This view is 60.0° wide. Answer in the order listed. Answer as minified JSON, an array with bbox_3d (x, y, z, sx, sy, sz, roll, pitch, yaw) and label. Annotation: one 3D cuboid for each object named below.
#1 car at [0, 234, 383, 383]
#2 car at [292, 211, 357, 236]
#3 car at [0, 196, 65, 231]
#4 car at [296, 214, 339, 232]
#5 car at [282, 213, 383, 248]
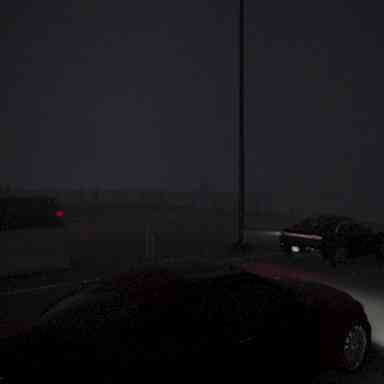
[{"bbox_3d":[0.214,1.527,3.900,4.674,1.442,1.812,0,0,-36],"label":"car"},{"bbox_3d":[9.471,2.271,23.581,4.892,1.490,1.837,6,-4,-35],"label":"car"},{"bbox_3d":[-8.704,1.219,14.969,5.566,2.045,2.150,0,0,-35],"label":"car"},{"bbox_3d":[13.201,3.250,34.796,4.674,1.442,1.812,9,-5,-35],"label":"car"},{"bbox_3d":[5.190,1.651,11.752,4.902,1.511,2.128,3,-2,-35],"label":"car"}]
